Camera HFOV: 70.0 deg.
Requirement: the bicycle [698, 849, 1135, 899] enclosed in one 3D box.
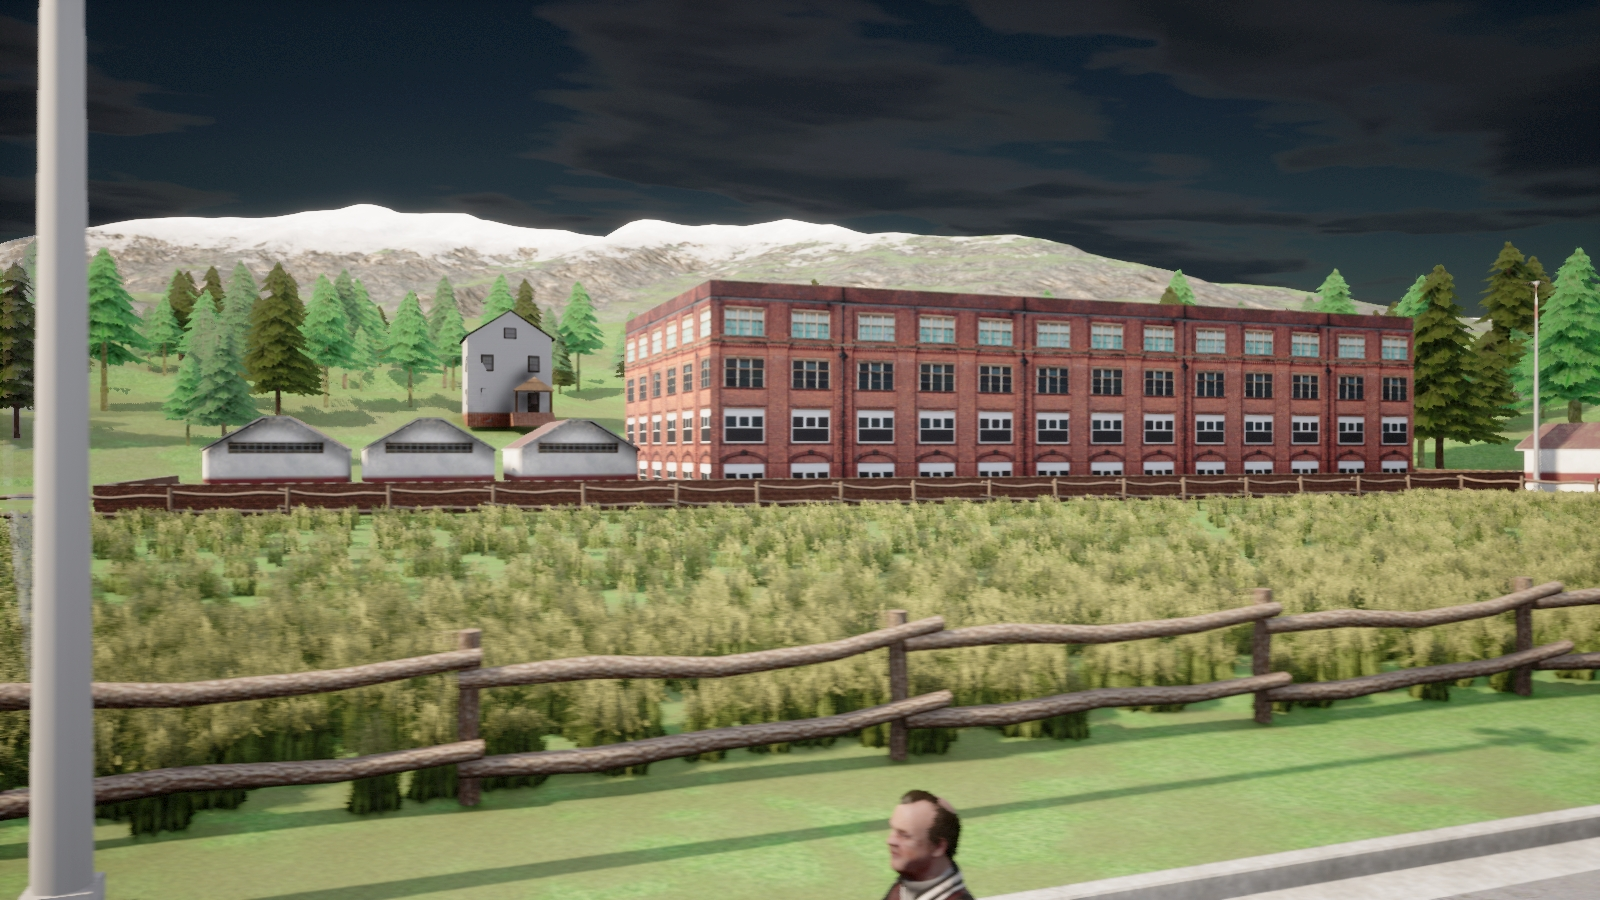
[{"bbox_3d":[0.102,2.060,3.330,1.835,1.471,0.329,0,0,-20],"label":"bicycle"}]
